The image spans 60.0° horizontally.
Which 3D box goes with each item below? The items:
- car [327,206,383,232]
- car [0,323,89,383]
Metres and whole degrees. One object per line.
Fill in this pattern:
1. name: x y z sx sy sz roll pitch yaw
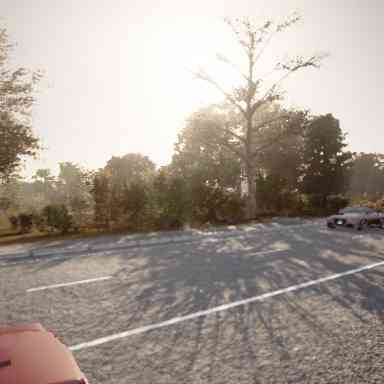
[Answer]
1. car: 10.113 1.585 20.419 4.181 1.385 1.994 0 0 -37
2. car: -2.920 1.605 1.697 4.718 1.301 1.895 0 0 -35
